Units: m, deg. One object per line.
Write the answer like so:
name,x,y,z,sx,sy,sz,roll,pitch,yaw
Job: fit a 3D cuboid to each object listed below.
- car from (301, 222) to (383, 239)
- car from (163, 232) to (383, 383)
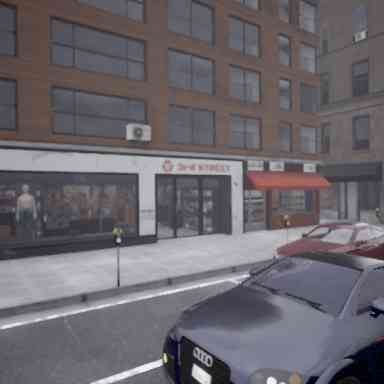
car,3.977,1.477,8.841,4.206,1.307,1.802,-1,0,-34
car,1.731,1.516,4.238,4.181,1.385,1.994,-1,1,-34
